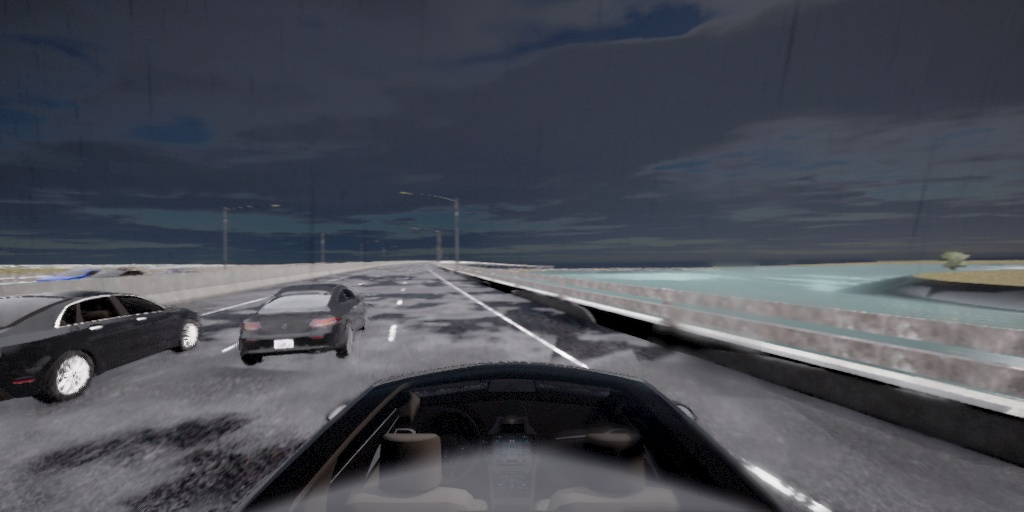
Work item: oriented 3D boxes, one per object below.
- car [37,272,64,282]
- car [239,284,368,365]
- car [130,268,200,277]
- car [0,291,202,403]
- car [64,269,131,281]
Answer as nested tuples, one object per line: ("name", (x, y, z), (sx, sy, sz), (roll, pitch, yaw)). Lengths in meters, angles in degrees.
("car", (-31.592, 1.720, 26.275), (1.882, 1.535, 5.008), (0, 0, -15))
("car", (-4.561, 1.371, 8.394), (1.812, 1.442, 4.674), (0, 0, -16))
("car", (-24.233, 1.659, 25.901), (2.128, 1.511, 4.902), (0, 0, -15))
("car", (-7.596, 1.364, 6.275), (1.837, 1.490, 4.892), (0, 0, -16))
("car", (-27.624, 1.700, 25.046), (1.837, 1.490, 4.892), (0, 0, -15))
